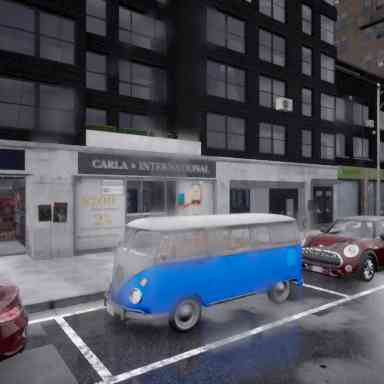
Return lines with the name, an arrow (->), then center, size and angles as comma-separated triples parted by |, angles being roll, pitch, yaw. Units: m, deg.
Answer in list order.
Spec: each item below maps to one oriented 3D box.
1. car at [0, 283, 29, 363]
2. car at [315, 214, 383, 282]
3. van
car -> -3.983, 1.582, 3.340 | 4.206, 1.307, 1.802 | 0, 0, -36
car -> 4.815, 1.440, 9.648 | 4.097, 1.590, 1.967 | 0, 0, -36
van -> 0.416, 1.341, 6.494 | 3.998, 1.788, 1.690 | 0, 0, -36
